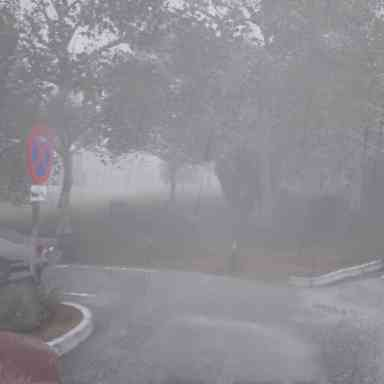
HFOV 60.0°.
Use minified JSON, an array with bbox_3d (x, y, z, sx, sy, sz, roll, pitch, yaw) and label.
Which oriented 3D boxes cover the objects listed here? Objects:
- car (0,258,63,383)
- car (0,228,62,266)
[{"bbox_3d":[-3.170,1.520,1.794,4.674,1.452,2.002,0,0,-33],"label":"car"},{"bbox_3d":[-6.698,1.736,9.639,5.357,1.411,2.033,0,-1,-7],"label":"car"}]
